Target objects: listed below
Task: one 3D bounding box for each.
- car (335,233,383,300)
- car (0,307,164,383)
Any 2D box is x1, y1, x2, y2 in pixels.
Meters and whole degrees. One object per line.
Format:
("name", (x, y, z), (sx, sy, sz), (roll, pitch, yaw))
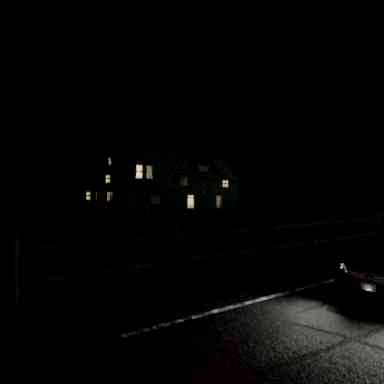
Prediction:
("car", (5.286, 1.589, 7.797), (4.674, 1.442, 1.812), (0, 0, -36))
("car", (-2.636, 1.602, 2.089), (4.718, 1.301, 1.895), (0, 0, -36))
